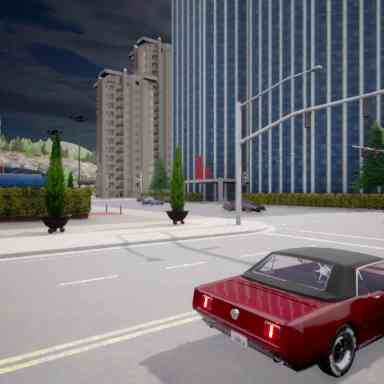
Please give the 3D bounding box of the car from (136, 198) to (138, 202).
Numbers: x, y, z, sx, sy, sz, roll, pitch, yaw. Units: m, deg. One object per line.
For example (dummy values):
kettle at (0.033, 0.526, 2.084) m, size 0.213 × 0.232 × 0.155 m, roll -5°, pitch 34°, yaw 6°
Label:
car at (-10.225, 1.511, 70.692) m, size 2.128 × 1.511 × 4.902 m, roll 0°, pitch 0°, yaw -36°

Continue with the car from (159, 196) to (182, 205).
car at (-4.049, 1.491, 62.305) m, size 2.128 × 1.511 × 4.902 m, roll 0°, pitch 0°, yaw -36°

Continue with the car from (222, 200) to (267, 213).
car at (5.648, 1.546, 36.743) m, size 2.033 × 1.411 × 5.357 m, roll 0°, pitch 0°, yaw -36°

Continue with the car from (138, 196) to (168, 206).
car at (-6.287, 1.525, 53.182) m, size 1.812 × 1.442 × 4.674 m, roll 0°, pitch 0°, yaw -36°

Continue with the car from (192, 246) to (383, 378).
car at (2.422, 1.601, 5.540) m, size 4.718 × 1.301 × 1.895 m, roll 0°, pitch 0°, yaw -35°
